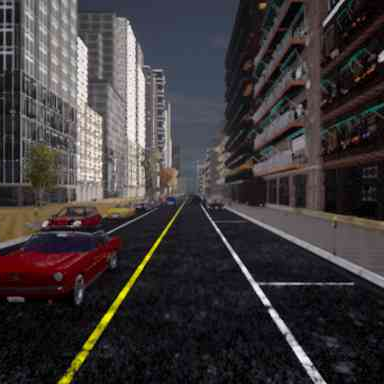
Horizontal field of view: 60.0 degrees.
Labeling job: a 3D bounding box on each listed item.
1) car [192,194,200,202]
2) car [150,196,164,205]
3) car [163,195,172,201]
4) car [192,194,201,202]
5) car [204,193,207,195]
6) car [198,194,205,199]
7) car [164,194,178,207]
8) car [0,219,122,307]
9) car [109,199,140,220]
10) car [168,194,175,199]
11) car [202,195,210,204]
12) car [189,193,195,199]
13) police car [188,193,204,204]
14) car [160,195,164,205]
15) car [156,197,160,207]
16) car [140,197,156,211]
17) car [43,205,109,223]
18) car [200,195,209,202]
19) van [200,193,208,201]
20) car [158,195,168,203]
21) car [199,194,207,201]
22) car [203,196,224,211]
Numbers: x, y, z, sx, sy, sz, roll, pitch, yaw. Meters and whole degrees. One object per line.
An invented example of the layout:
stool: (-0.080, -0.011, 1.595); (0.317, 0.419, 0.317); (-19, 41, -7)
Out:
car: (0.890, 1.315, 75.112); (1.882, 1.535, 5.008); (0, 0, 0)
car: (-5.698, 1.412, 54.909); (1.887, 1.381, 4.507); (0, 0, 0)
car: (-5.701, 1.414, 77.041); (1.802, 1.307, 4.206); (0, 0, 0)
car: (0.891, 1.300, 69.302); (1.801, 1.575, 5.366); (0, 0, 0)
car: (2.682, 1.299, 60.442); (1.967, 1.590, 4.097); (0, 0, 0)
car: (2.678, 1.363, 93.638); (2.008, 1.369, 4.403); (0, 0, 0)
car: (-3.080, 1.404, 49.629); (1.812, 1.442, 4.674); (0, 0, 0)
car: (-3.094, 1.578, 8.051); (1.895, 1.301, 4.718); (0, 0, 0)
car: (-5.694, 1.453, 27.077); (1.752, 1.417, 4.829); (0, 0, 0)
car: (-5.702, 1.336, 93.468); (1.752, 1.417, 4.829); (0, 0, 0)
car: (2.684, 1.443, 43.846); (2.008, 1.369, 4.403); (0, 0, 0)
car: (-0.012, 1.166, 93.533); (1.882, 1.535, 5.008); (0, 0, 0)
police car: (0.801, 1.286, 59.246); (1.930, 1.638, 5.238); (0, 0, 2)
car: (-5.697, 1.429, 49.377); (2.008, 1.369, 4.403); (0, 0, 0)
car: (-5.696, 1.330, 43.845); (1.967, 1.590, 4.097); (0, 0, 0)
car: (-5.696, 1.453, 38.312); (2.008, 1.369, 4.403); (0, 0, 0)
car: (-5.693, 1.395, 16.181); (1.967, 1.590, 4.097); (0, 0, 0)
car: (2.680, 1.424, 71.509); (1.802, 1.307, 4.206); (0, 0, 0)
van: (2.679, 1.175, 77.040); (1.690, 1.788, 3.998); (0, 0, 0)
car: (-5.699, 1.374, 65.805); (1.752, 1.417, 4.829); (0, 0, 0)
car: (2.679, 1.266, 82.573); (1.967, 1.590, 4.097); (0, 0, 0)
car: (2.685, 1.455, 38.313); (2.008, 1.369, 4.403); (0, 0, 0)
